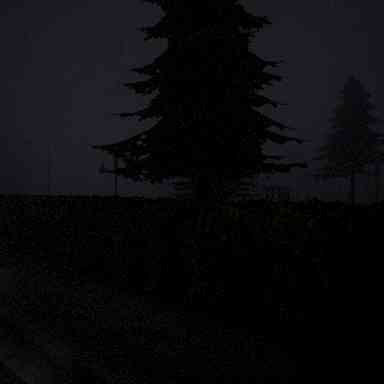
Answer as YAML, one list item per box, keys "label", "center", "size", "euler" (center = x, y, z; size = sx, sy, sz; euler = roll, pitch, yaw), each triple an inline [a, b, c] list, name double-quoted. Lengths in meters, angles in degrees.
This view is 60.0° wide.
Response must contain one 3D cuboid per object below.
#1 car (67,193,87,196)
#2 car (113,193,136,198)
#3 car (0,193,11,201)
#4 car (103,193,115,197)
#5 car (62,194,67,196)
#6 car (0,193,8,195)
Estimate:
- label: "car"
  center: [-27.195, 1.154, 81.607]
  size: [5.027, 1.636, 2.152]
  euler: [0, 0, -45]
- label: "car"
  center: [-10.326, 1.384, 54.287]
  size: [3.806, 1.475, 1.970]
  euler: [0, 0, -45]
- label: "car"
  center: [-41.785, 1.097, 71.648]
  size: [4.605, 1.855, 1.932]
  euler: [0, 0, -45]
- label: "car"
  center: [-15.887, 1.097, 70.708]
  size: [4.605, 1.855, 1.932]
  euler: [0, 0, -45]
- label: "car"
  center: [-31.928, 1.232, 85.953]
  size: [3.806, 1.475, 1.970]
  euler: [0, 0, -45]
- label: "car"
  center: [-23.730, 1.330, 41.297]
  size: [5.027, 1.636, 2.152]
  euler: [0, 0, -45]
